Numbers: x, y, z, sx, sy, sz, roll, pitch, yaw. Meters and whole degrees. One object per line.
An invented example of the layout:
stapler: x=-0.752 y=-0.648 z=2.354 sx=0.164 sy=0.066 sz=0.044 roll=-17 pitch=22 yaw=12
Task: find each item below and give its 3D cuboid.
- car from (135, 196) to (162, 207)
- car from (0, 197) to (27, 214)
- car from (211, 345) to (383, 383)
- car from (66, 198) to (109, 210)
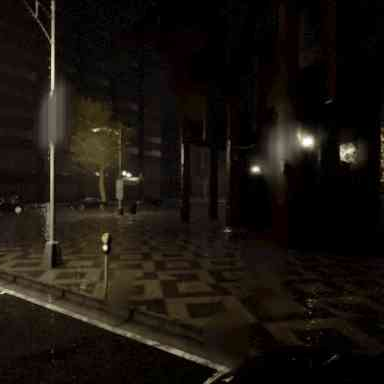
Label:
car: x=-6.119 y=1.264 z=47.045 sx=1.812 sy=1.442 sz=4.674 roll=1 pitch=0 yaw=35
car: x=-17.829 y=1.287 z=30.558 sx=1.837 sy=1.490 sz=4.892 roll=1 pitch=1 yaw=35
car: x=1.909 y=1.570 z=1.599 sx=4.313 sy=1.339 sz=1.947 roll=0 pitch=1 yaw=35
car: x=-12.095 y=1.361 z=38.637 sx=1.895 sy=1.301 sz=4.718 roll=1 pitch=1 yaw=35
